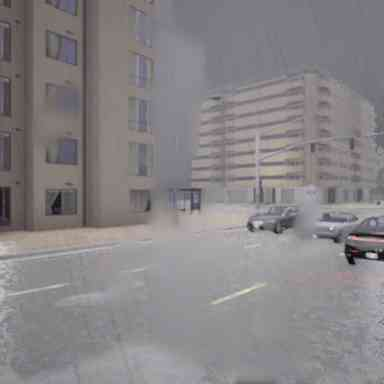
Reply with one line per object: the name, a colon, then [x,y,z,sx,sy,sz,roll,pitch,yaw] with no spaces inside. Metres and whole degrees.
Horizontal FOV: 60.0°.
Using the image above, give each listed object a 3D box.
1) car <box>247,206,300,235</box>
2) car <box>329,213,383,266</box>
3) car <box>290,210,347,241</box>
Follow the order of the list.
car: [5.131,1.580,19.574,2.128,1.511,4.902,0,-1,44]
car: [6.586,1.537,10.828,2.128,1.511,4.902,0,0,44]
car: [6.979,1.672,16.439,1.895,1.301,4.718,0,0,44]
